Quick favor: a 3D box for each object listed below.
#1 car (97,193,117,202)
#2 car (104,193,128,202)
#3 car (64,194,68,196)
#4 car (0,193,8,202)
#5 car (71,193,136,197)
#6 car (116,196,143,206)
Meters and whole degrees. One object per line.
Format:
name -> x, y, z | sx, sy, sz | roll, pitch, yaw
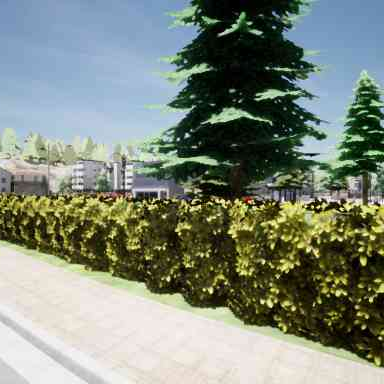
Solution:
car -> -18.212, 1.077, 71.423 | 1.905, 1.878, 3.866 | 0, 0, 44
car -> -15.854, 1.097, 69.676 | 1.932, 1.855, 4.605 | 0, 0, 44
car -> -27.320, 1.154, 80.409 | 2.152, 1.636, 5.027 | 0, 0, 44
car -> -41.764, 1.097, 70.238 | 1.932, 1.855, 4.605 | 0, 0, 44
car -> -8.077, 1.221, 31.062 | 2.150, 2.045, 5.566 | 0, 0, 44
car -> -10.055, 1.384, 53.337 | 1.970, 1.475, 3.806 | 0, 0, 44
